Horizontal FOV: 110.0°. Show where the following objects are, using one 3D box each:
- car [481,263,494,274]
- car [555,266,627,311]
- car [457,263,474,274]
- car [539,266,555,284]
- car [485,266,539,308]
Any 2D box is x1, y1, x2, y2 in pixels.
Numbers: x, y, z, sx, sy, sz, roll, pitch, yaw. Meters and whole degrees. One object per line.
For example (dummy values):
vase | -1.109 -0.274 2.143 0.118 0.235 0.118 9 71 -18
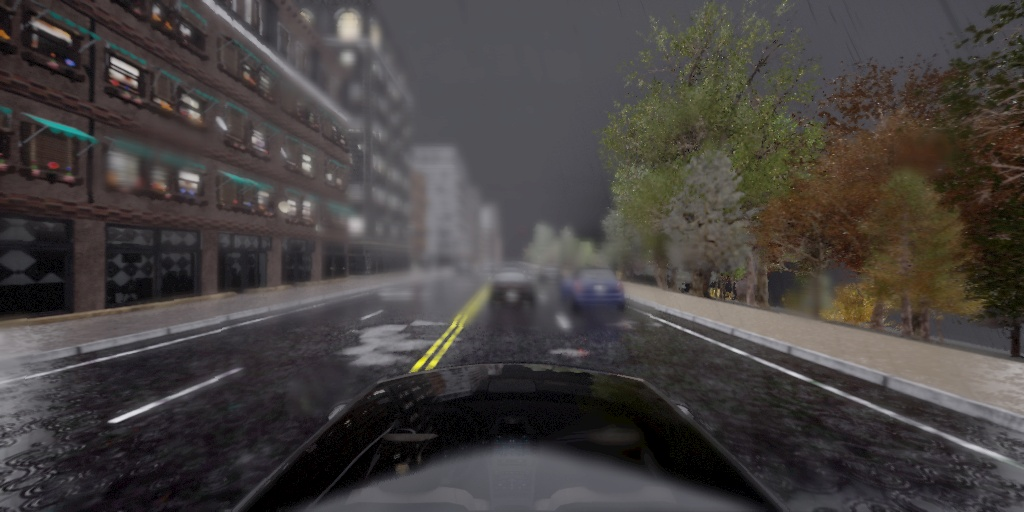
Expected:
car | -3.274 1.753 50.405 2.128 1.511 4.902 0 -1 0
car | 3.266 1.239 15.269 2.097 1.767 4.553 0 -1 0
car | -6.523 1.768 50.406 1.837 1.490 4.892 0 -1 0
car | 3.269 1.575 30.745 1.812 1.442 4.674 0 0 0
car | 0.022 1.374 16.089 1.882 1.535 5.008 0 0 0
